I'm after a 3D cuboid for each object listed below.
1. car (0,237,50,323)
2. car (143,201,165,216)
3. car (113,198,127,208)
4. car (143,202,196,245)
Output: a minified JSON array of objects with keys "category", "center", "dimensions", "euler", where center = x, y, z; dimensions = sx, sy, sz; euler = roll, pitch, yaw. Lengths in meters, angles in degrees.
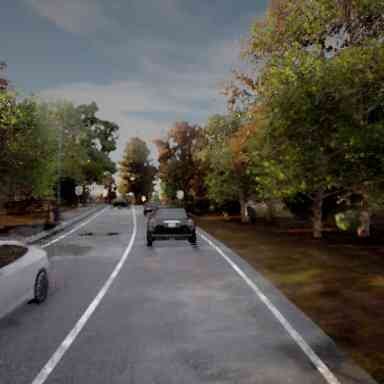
[{"category":"car","center":[-3.847,1.530,5.375],"dimensions":[1.812,1.442,4.674],"euler":[0,0,-3]},{"category":"car","center":[-3.958,1.621,33.678],"dimensions":[1.895,1.301,4.718],"euler":[1,0,-11]},{"category":"car","center":[-10.299,1.568,47.884],"dimensions":[1.895,1.301,4.718],"euler":[1,0,-10]},{"category":"car","center":[-1.071,1.371,15.762],"dimensions":[2.097,1.767,4.553],"euler":[0,0,-7]}]
